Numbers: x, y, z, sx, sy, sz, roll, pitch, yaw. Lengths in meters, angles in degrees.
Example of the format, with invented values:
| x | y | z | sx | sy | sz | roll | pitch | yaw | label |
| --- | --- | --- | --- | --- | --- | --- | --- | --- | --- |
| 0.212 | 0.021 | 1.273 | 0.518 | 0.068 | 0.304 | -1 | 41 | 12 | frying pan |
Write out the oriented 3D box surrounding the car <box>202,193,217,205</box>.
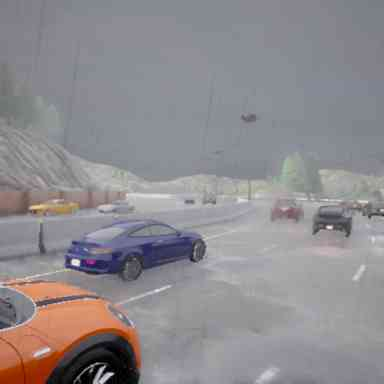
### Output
| x | y | z | sx | sy | sz | roll | pitch | yaw | label |
| --- | --- | --- | --- | --- | --- | --- | --- | --- | --- |
| 3.026 | 1.208 | 58.661 | 2.150 | 2.045 | 5.566 | 0 | 0 | -2 | car |

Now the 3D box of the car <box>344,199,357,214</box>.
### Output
| x | y | z | sx | sy | sz | roll | pitch | yaw | label |
| --- | --- | --- | --- | --- | --- | --- | --- | --- | --- |
| 18.733 | 1.555 | 39.470 | 1.994 | 1.385 | 4.181 | 0 | 0 | 11 | car |

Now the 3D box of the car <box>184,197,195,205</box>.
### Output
| x | y | z | sx | sy | sz | roll | pitch | yaw | label |
| --- | --- | --- | --- | --- | --- | --- | --- | --- | --- |
| -0.471 | 1.607 | 58.635 | 1.895 | 1.301 | 4.718 | 0 | 0 | -2 | car |

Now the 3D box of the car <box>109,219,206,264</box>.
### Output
| x | y | z | sx | sy | sz | roll | pitch | yaw | label |
| --- | --- | --- | --- | --- | --- | --- | --- | --- | --- |
| -1.441 | 1.527 | 9.853 | 1.812 | 1.442 | 4.674 | 0 | 0 | 36 | car |

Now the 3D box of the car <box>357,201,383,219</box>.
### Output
| x | y | z | sx | sy | sz | roll | pitch | yaw | label |
| --- | --- | --- | --- | --- | --- | --- | --- | --- | --- |
| 16.073 | 1.539 | 28.989 | 2.033 | 1.411 | 5.357 | 0 | 0 | 19 | car |

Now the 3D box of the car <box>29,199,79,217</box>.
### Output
| x | y | z | sx | sy | sz | roll | pitch | yaw | label |
| --- | --- | --- | --- | --- | --- | --- | --- | --- | --- |
| -13.057 | 1.487 | 31.653 | 1.882 | 1.535 | 5.008 | 0 | 0 | 24 | car |

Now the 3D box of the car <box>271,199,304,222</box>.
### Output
| x | y | z | sx | sy | sz | roll | pitch | yaw | label |
| --- | --- | --- | --- | --- | --- | --- | --- | --- | --- |
| 7.646 | 1.348 | 26.476 | 2.097 | 1.767 | 4.553 | 0 | 0 | 23 | car |

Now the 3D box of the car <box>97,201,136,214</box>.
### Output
| x | y | z | sx | sy | sz | roll | pitch | yaw | label |
| --- | --- | --- | --- | --- | --- | --- | --- | --- | --- |
| -7.867 | 1.607 | 34.980 | 1.895 | 1.301 | 4.718 | 0 | 0 | 20 | car |

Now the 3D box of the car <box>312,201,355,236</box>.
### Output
| x | y | z | sx | sy | sz | roll | pitch | yaw | label |
| --- | --- | --- | --- | --- | --- | --- | --- | --- | --- |
| 7.969 | 1.501 | 18.729 | 1.837 | 1.490 | 4.892 | 0 | 0 | 27 | car |

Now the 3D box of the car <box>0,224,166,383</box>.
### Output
| x | y | z | sx | sy | sz | roll | pitch | yaw | label |
| --- | --- | --- | --- | --- | --- | --- | --- | --- | --- |
| -2.610 | 1.354 | 2.712 | 2.097 | 1.767 | 4.553 | 0 | 0 | 41 | car |
